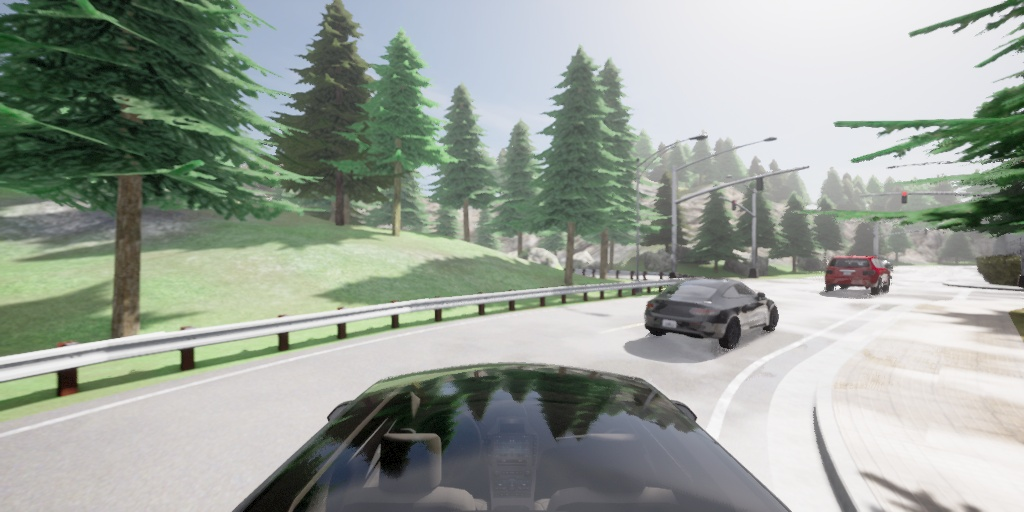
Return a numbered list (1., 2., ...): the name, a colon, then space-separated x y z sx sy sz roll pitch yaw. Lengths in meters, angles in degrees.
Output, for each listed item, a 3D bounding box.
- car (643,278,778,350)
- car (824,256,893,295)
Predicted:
1. car: 5.144 1.285 9.159 4.674 1.442 1.812 0 0 -40
2. car: 19.901 1.026 20.619 5.566 2.045 2.150 0 0 -37
